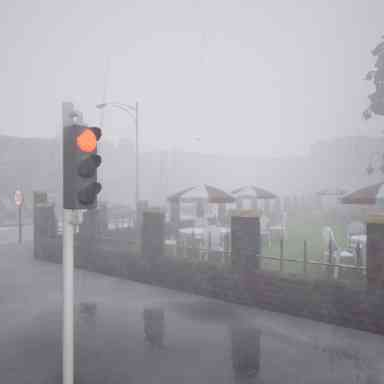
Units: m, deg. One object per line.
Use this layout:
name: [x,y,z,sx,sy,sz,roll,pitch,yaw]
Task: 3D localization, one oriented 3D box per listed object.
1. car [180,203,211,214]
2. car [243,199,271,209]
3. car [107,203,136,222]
car: [0.187,1.503,35.342,1.837,1.490,4.892,0,0,35]
car: [8.493,1.479,45.393,5.008,1.535,1.882,0,-1,-28]
car: [-6.316,1.564,26.187,1.994,1.385,4.181,0,0,35]
